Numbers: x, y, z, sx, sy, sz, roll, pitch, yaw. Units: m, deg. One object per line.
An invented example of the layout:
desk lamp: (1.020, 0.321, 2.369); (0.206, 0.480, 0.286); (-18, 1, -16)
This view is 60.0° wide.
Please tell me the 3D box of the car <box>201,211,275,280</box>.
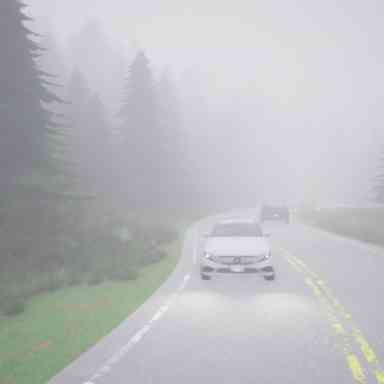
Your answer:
car: (1.352, 1.528, 10.065); (1.812, 1.442, 4.674); (-2, 0, 7)

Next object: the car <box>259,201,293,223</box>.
car: (5.910, 1.380, 24.132); (1.882, 1.535, 5.008); (-1, 0, 11)

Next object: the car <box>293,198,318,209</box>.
car: (12.829, 1.447, 38.453); (2.033, 1.411, 5.357); (2, 1, 40)
